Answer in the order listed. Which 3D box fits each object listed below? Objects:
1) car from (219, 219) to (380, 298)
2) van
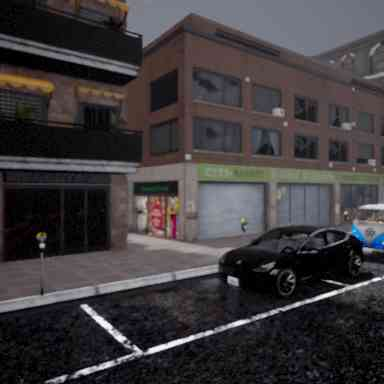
[{"bbox_3d":[2.664,1.543,8.462,4.313,1.339,1.947,0,0,-36],"label":"car"},{"bbox_3d":[7.262,1.300,11.742,3.998,1.788,1.690,0,0,-36],"label":"van"}]
